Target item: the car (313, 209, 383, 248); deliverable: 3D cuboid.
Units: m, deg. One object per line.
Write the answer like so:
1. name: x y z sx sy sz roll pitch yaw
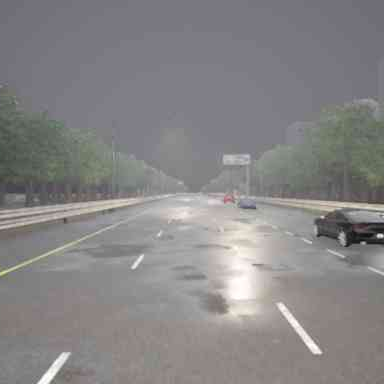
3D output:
1. car: 7.018 1.497 14.861 1.882 1.535 5.008 0 0 0

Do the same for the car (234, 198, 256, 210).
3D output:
1. car: 7.118 1.571 43.640 1.994 1.385 4.181 0 0 0

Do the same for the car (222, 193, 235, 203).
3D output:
1. car: 7.261 1.217 66.583 2.150 2.045 5.566 0 0 0
